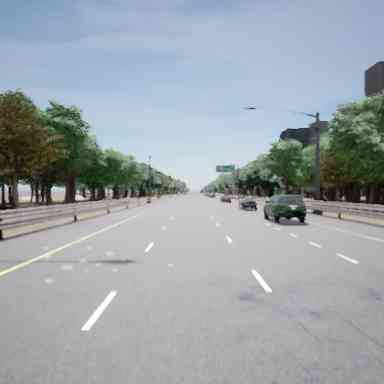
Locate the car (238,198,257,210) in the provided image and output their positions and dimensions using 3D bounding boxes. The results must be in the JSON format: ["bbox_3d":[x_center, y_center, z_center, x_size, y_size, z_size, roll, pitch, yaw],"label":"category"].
[{"bbox_3d":[7.090,1.536,42.752,1.837,1.490,4.892,0,0,0],"label":"car"}]

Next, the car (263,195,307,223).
[{"bbox_3d":[7.029,1.234,25.665,2.150,2.045,5.566,0,0,0],"label":"car"}]

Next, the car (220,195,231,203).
[{"bbox_3d":[7.274,1.418,73.123,2.097,1.767,4.553,0,0,0],"label":"car"}]
